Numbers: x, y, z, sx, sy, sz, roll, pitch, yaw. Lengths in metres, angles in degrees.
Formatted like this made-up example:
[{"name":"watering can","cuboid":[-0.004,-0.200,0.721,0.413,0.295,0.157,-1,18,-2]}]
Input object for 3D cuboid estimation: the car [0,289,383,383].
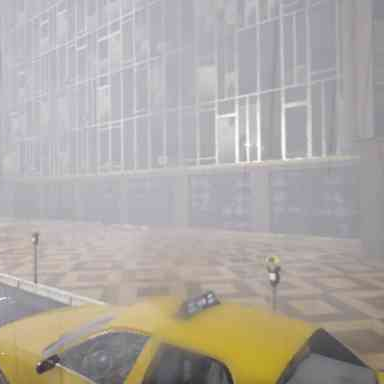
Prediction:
[{"name":"car","cuboid":[-0.174,1.526,2.857,4.829,1.417,1.752,0,-1,36]}]
